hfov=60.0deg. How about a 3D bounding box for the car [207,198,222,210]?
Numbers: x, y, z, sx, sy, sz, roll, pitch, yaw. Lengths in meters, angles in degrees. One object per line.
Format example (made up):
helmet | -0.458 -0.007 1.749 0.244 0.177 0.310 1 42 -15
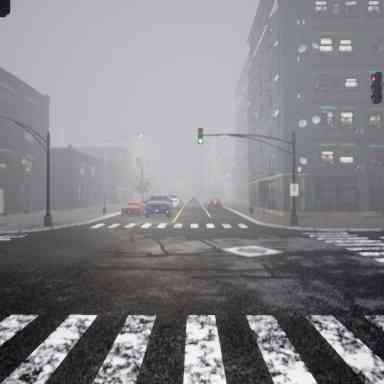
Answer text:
car | 2.897 1.436 43.412 1.967 1.590 4.097 1 0 0

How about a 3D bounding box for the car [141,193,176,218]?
car | -2.954 1.219 30.566 2.150 2.045 5.566 0 0 0

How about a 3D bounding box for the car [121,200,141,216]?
car | -5.611 1.542 32.020 1.887 1.381 4.507 1 0 0

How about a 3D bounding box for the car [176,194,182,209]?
car | -2.882 1.218 44.608 2.150 2.045 5.566 0 0 1

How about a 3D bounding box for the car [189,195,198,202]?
car | 0.309 1.328 70.090 1.837 1.490 4.892 0 0 0

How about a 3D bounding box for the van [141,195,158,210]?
van | -5.481 1.338 43.389 1.690 1.788 3.998 1 0 0

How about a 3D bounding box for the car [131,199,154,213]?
car | -5.510 1.542 37.701 1.887 1.381 4.507 1 0 0

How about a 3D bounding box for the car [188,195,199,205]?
car | 0.266 1.521 60.081 1.812 1.442 4.674 0 0 0
